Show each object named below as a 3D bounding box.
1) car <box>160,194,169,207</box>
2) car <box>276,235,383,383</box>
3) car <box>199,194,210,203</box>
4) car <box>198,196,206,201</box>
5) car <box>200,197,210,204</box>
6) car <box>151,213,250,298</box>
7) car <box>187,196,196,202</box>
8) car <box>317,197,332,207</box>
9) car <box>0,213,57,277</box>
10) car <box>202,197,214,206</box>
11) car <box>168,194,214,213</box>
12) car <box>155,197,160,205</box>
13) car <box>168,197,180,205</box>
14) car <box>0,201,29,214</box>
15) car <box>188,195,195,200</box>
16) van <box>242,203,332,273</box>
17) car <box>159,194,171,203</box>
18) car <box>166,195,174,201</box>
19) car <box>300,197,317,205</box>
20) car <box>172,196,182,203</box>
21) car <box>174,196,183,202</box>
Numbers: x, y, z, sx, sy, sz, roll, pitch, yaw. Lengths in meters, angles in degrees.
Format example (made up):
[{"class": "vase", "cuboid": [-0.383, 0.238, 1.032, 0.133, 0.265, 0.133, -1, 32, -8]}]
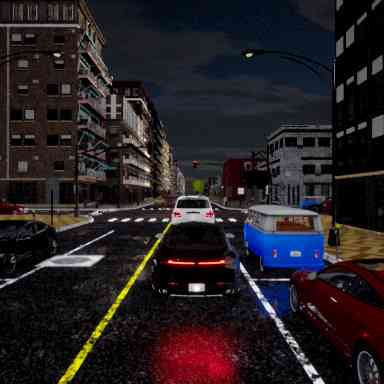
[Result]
[{"class": "car", "cuboid": [-3.196, 1.383, 50.185, 2.097, 1.767, 4.553, 0, 0, 0]}, {"class": "car", "cuboid": [2.651, 1.582, 4.640, 1.802, 1.307, 4.206, 0, 0, 0]}, {"class": "car", "cuboid": [2.556, 1.376, 71.734, 2.192, 1.841, 5.009, 0, 0, 0]}, {"class": "car", "cuboid": [2.523, 1.643, 88.351, 2.008, 1.369, 4.403, 0, 0, 0]}, {"class": "car", "cuboid": [2.565, 1.634, 66.194, 1.802, 1.307, 4.206, 0, 0, 0]}, {"class": "car", "cuboid": [0.081, 1.506, 8.511, 1.837, 1.490, 4.892, 0, 0, 0]}, {"class": "car", "cuboid": [-0.157, 1.618, 81.499, 2.033, 1.411, 5.357, 0, 0, 0]}, {"class": "car", "cuboid": [14.862, 1.359, 31.244, 5.009, 1.841, 2.192, 0, 0, 0]}, {"class": "car", "cuboid": [-5.707, 1.567, 10.338, 1.947, 1.339, 4.313, 0, 0, 0]}, {"class": "car", "cuboid": [2.587, 1.562, 55.286, 1.752, 1.417, 4.829, 0, 0, 0]}, {"class": "car", "cuboid": [0.054, 1.225, 18.512, 2.150, 2.045, 5.566, 0, 0, 0]}, {"class": "car", "cuboid": [-5.804, 1.569, 60.468, 1.752, 1.417, 4.829, 0, 0, 0]}, {"class": "car", "cuboid": [-3.186, 1.644, 60.076, 1.895, 1.301, 4.718, 0, 0, 0]}, {"class": "car", "cuboid": [-17.526, 1.535, 31.101, 4.206, 1.307, 1.802, 0, 0, 0]}, {"class": "car", "cuboid": [-0.176, 1.584, 91.949, 1.895, 1.301, 4.718, 0, 0, 0]}, {"class": "van", "cuboid": [2.641, 1.343, 10.329, 1.690, 1.788, 3.998, 0, 0, 0]}, {"class": "car", "cuboid": [-5.825, 1.376, 71.717, 2.192, 1.841, 5.009, 0, 0, 0]}, {"class": "car", "cuboid": [-5.858, 1.617, 88.164, 1.752, 1.417, 4.829, 0, 0, 0]}, {"class": "car", "cuboid": [15.075, 1.620, 36.997, 5.357, 1.411, 2.033, 0, 0, 2]}, {"class": "car", "cuboid": [-3.135, 1.581, 69.659, 1.812, 1.442, 4.674, 0, 0, 0]}, {"class": "car", "cuboid": [-3.154, 1.626, 79.865, 1.994, 1.385, 4.181, 0, 0, 0]}]
